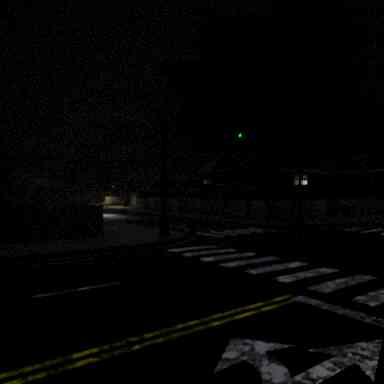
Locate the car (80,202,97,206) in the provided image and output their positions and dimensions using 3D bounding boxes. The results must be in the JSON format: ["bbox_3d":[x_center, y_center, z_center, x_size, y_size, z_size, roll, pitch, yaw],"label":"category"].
[{"bbox_3d":[-13.315,1.934,42.565,1.895,1.301,4.718,0,0,-29],"label":"car"}]
